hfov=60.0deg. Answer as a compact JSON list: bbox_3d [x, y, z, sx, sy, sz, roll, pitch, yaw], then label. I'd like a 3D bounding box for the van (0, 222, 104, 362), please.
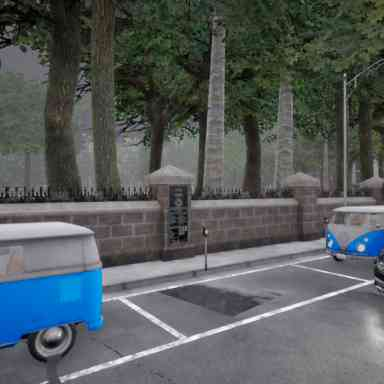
[{"bbox_3d":[-3.178,1.341,4.267,3.998,1.788,1.690,0,0,-36],"label":"van"}]

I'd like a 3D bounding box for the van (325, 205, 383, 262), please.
[{"bbox_3d":[6.027,1.337,10.848,3.998,1.788,1.690,0,0,-36],"label":"van"}]

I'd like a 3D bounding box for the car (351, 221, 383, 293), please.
[{"bbox_3d":[6.020,1.488,7.560,4.902,1.511,2.128,0,0,-36],"label":"car"}]
